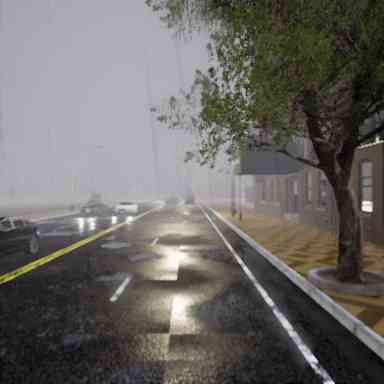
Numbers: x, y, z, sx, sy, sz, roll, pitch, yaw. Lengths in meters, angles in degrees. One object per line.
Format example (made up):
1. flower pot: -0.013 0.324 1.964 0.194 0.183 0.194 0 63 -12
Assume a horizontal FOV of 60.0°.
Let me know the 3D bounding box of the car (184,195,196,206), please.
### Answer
1. car: -0.292 1.621 56.749 1.812 1.442 4.674 0 0 0

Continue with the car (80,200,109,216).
1. car: -9.923 1.578 34.103 2.128 1.511 4.902 0 0 0

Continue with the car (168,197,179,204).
1. car: -3.594 1.691 66.734 1.994 1.385 4.181 0 0 0

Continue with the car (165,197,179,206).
1. car: -3.540 1.593 56.315 2.128 1.511 4.902 0 0 0

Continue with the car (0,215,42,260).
1. car: -6.635 1.525 10.714 2.128 1.511 4.902 0 0 0

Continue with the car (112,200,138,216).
1. car: -6.673 1.606 34.101 1.812 1.442 4.674 0 0 0
